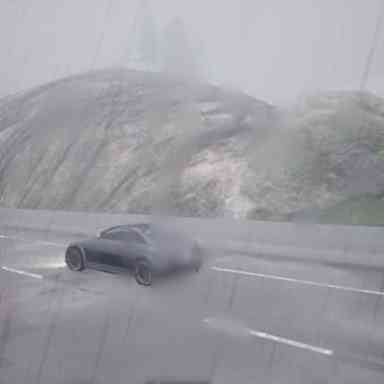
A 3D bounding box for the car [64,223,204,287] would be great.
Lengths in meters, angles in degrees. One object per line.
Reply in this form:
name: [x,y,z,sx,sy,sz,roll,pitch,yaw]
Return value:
car: [-1.746,1.583,9.491,4.181,1.385,1.994,0,0,36]
